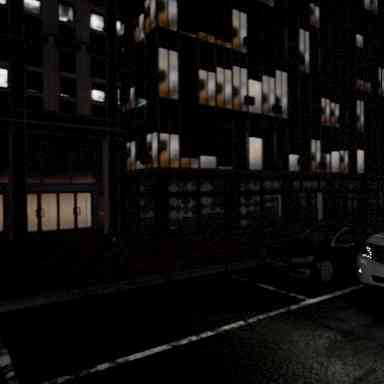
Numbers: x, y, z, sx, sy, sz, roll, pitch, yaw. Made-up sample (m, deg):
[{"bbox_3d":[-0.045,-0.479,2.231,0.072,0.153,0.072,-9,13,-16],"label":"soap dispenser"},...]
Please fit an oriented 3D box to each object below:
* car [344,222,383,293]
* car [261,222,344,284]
[{"bbox_3d":[6.166,1.231,7.777,5.566,2.045,2.150,0,0,-35],"label":"car"},{"bbox_3d":[3.853,1.559,9.450,4.403,1.369,2.008,0,-1,-35],"label":"car"}]
